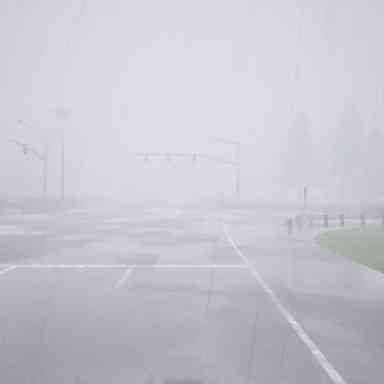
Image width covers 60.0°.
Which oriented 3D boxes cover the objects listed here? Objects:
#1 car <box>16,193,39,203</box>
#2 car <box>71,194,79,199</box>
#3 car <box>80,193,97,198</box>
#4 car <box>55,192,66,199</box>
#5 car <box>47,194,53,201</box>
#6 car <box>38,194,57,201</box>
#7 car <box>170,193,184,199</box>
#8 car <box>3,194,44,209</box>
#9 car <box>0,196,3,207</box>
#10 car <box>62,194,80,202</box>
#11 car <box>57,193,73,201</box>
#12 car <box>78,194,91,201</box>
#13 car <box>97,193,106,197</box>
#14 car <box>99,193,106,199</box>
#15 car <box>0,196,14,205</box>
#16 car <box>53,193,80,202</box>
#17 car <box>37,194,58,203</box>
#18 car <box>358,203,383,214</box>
[{"bbox_3d":[-31.616,1.096,64.066,2.097,1.767,4.553,0,0,0],"label":"car"},{"bbox_3d":[-31.107,1.186,88.448,1.994,1.385,4.181,0,0,-18],"label":"car"},{"bbox_3d":[-21.123,1.086,66.407,2.097,1.767,4.553,0,0,0],"label":"car"},{"bbox_3d":[-34.420,0.960,87.255,2.097,1.767,4.553,0,0,-14],"label":"car"},{"bbox_3d":[-24.672,1.248,57.275,1.882,1.535,5.008,0,0,0],"label":"car"},{"bbox_3d":[-31.776,1.226,73.239,2.128,1.511,4.902,0,0,-3],"label":"car"},{"bbox_3d":[-3.938,0.959,95.174,2.097,1.767,4.553,0,0,-18],"label":"car"},{"bbox_3d":[-21.173,1.385,42.225,2.033,1.411,5.357,0,0,0],"label":"car"},{"bbox_3d":[-24.672,1.334,40.953,2.128,1.511,4.902,0,0,0],"label":"car"},{"bbox_3d":[-24.625,1.201,68.103,1.882,1.535,5.008,0,0,0],"label":"car"},{"bbox_3d":[-28.378,1.050,74.633,2.097,1.767,4.553,0,0,-3],"label":"car"},{"bbox_3d":[-25.283,1.217,78.455,2.033,1.411,5.357,0,0,-7],"label":"car"},{"bbox_3d":[-21.479,1.212,76.239,1.812,1.442,4.674,0,0,-3],"label":"car"},{"bbox_3d":[-24.104,1.129,89.415,1.837,1.490,4.892,0,0,-14],"label":"car"},{"bbox_3d":[-31.659,1.381,55.143,1.895,1.301,4.718,0,0,0],"label":"car"},{"bbox_3d":[-21.178,1.252,56.388,1.882,1.535,5.008,0,0,0],"label":"car"},{"bbox_3d":[-28.117,1.237,64.917,1.837,1.490,4.892,0,0,0],"label":"car"},{"bbox_3d":[17.359,1.386,29.326,4.902,1.511,2.128,0,0,8],"label":"car"}]
